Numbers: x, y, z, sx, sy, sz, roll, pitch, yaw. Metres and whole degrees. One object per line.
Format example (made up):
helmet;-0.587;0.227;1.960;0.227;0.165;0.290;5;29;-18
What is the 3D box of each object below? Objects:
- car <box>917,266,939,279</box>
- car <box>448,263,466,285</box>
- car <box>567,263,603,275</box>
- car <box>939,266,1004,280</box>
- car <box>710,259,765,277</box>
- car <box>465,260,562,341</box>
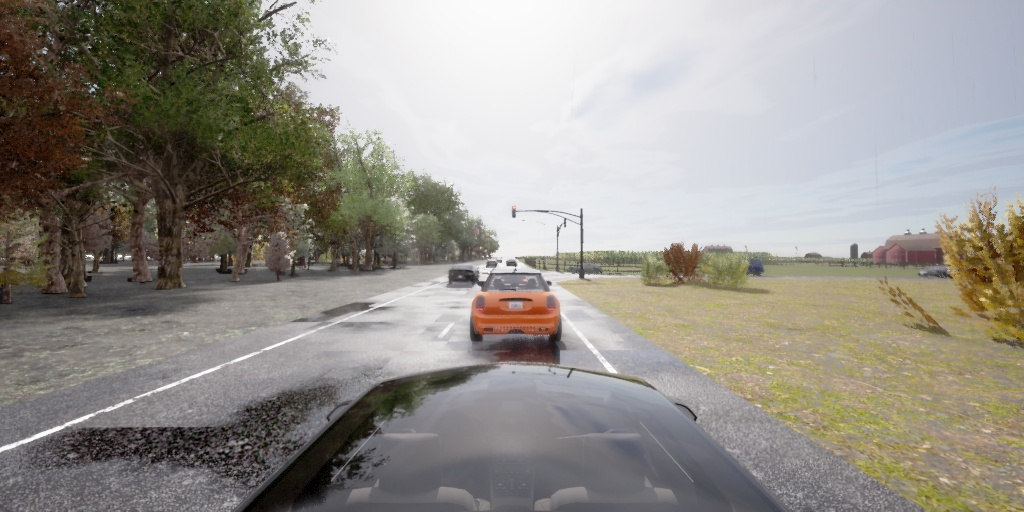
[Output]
car;49.710;1.842;41.232;4.902;1.511;2.128;1;-1;1
car;-3.467;1.233;26.476;1.882;1.535;5.008;0;0;0
car;8.604;1.483;42.403;4.181;1.385;1.994;0;-1;15
car;48.883;1.772;37.669;4.902;1.511;2.128;1;-1;1
car;25.952;1.312;41.344;5.566;2.045;2.150;1;-1;0
car;0.079;1.104;9.993;2.097;1.767;4.553;0;0;0
